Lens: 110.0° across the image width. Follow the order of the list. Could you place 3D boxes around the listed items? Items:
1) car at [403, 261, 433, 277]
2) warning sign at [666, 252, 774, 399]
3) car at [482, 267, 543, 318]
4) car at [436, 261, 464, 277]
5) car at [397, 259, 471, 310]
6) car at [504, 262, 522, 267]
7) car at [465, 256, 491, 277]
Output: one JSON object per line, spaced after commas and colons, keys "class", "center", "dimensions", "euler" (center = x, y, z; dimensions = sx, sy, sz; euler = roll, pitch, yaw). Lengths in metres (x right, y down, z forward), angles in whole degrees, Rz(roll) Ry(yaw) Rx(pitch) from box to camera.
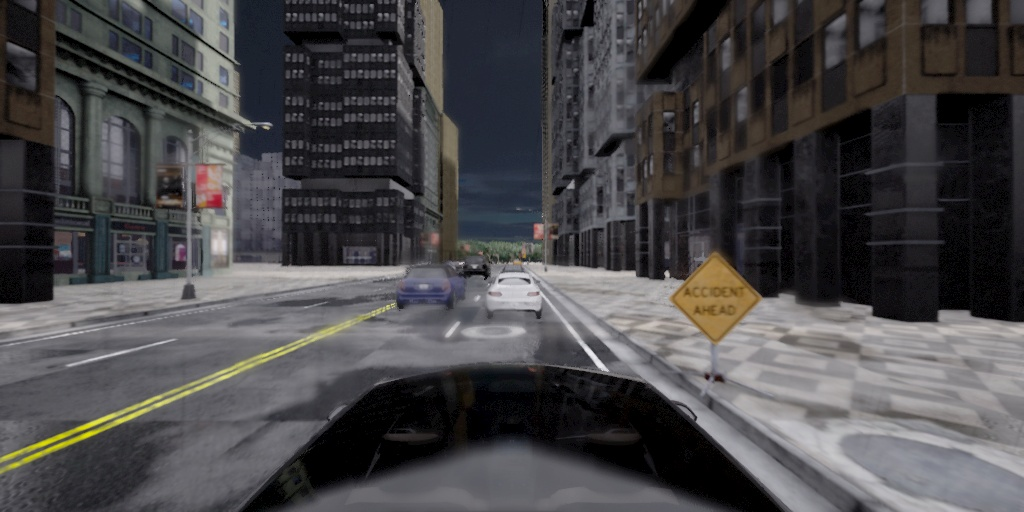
{"class": "car", "center": [-9.849, 1.316, 38.129], "dimensions": [1.882, 1.535, 5.008], "euler": [0, 0, 0]}
{"class": "warning sign", "center": [2.849, 0.874, 5.046], "dimensions": [1.300, 1.860, 1.060], "euler": [0, 0, 0]}
{"class": "car", "center": [0.082, 1.304, 13.076], "dimensions": [1.812, 1.442, 4.674], "euler": [0, 0, 0]}
{"class": "car", "center": [-6.598, 1.333, 38.662], "dimensions": [2.128, 1.511, 4.902], "euler": [0, 0, 0]}
{"class": "car", "center": [-3.161, 1.134, 14.976], "dimensions": [2.097, 1.767, 4.553], "euler": [0, 0, 0]}
{"class": "car", "center": [0.090, 1.420, 29.841], "dimensions": [1.895, 1.301, 4.718], "euler": [0, 0, 0]}
{"class": "car", "center": [-3.155, 1.049, 32.884], "dimensions": [2.150, 2.045, 5.566], "euler": [0, 0, 0]}
